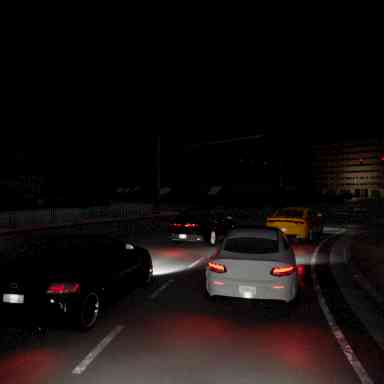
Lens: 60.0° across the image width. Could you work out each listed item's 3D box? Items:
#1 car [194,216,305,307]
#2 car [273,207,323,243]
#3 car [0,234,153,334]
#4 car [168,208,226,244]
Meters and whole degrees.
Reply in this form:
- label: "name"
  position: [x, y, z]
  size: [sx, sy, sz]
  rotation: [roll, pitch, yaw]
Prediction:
- label: "car"
  position: [1.521, 1.526, 7.979]
  size: [1.812, 1.442, 4.674]
  rotation: [0, 0, 14]
- label: "car"
  position: [5.202, 1.478, 16.490]
  size: [1.882, 1.535, 5.008]
  rotation: [0, 0, 30]
- label: "car"
  position: [-2.271, 1.564, 6.949]
  size: [1.994, 1.385, 4.181]
  rotation: [0, 0, 11]
- label: "car"
  position: [0.603, 1.505, 15.386]
  size: [1.837, 1.490, 4.892]
  rotation: [0, 0, 23]
